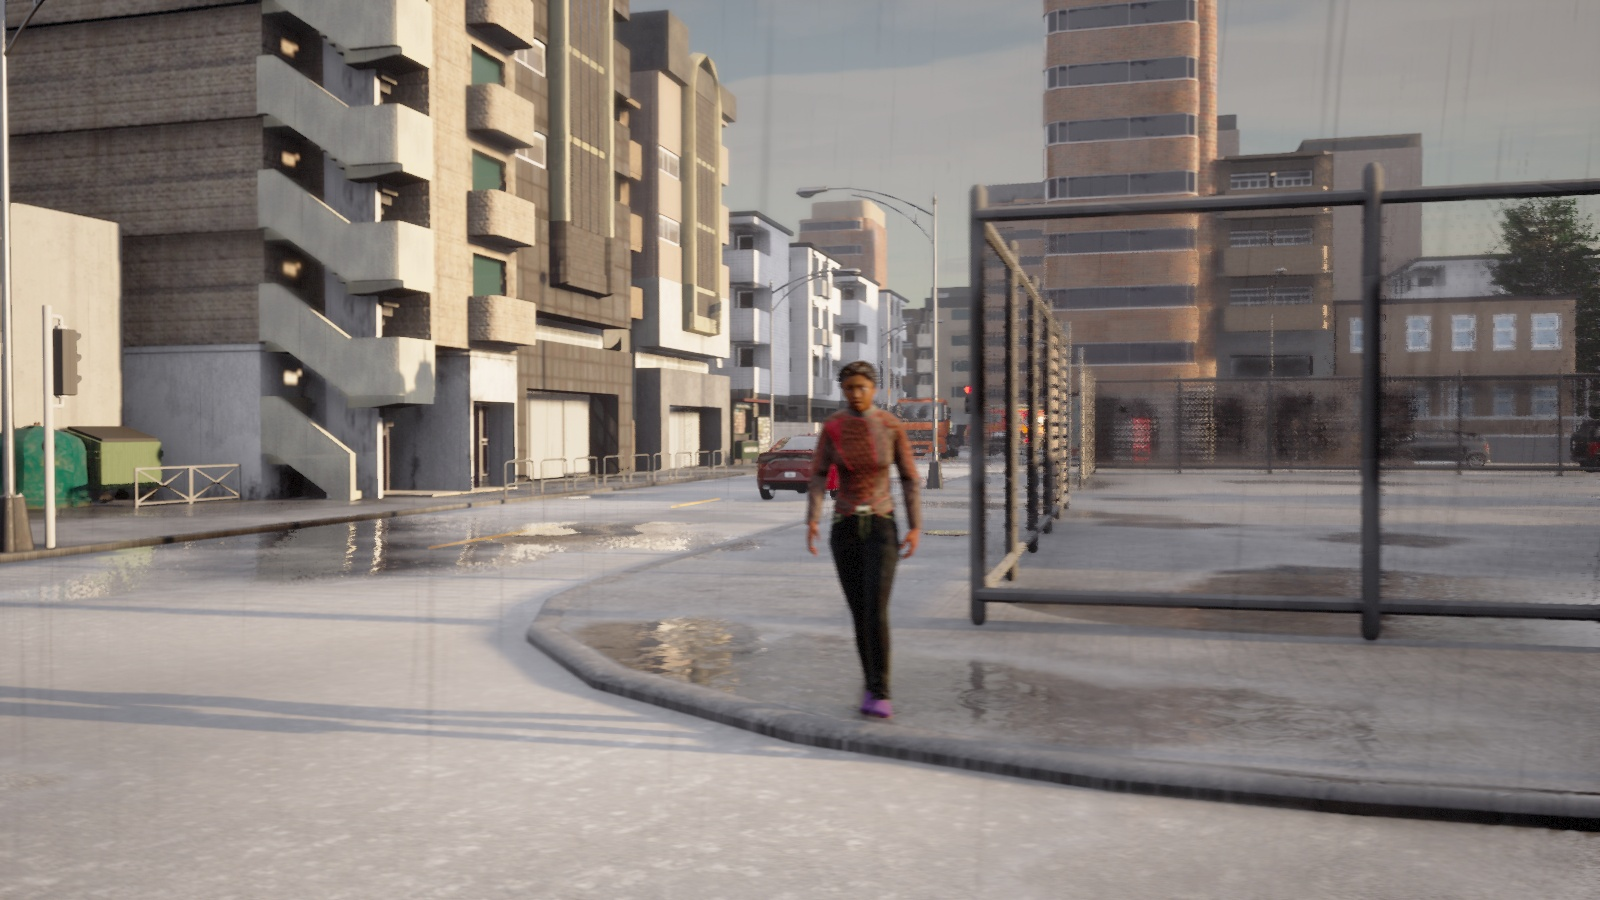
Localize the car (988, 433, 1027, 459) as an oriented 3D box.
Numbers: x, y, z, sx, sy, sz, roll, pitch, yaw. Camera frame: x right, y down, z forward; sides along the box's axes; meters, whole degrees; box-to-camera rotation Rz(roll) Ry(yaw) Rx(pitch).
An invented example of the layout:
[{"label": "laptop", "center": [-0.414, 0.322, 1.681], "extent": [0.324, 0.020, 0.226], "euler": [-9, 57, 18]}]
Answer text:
[{"label": "car", "center": [12.501, -0.267, 75.530], "extent": [1.837, 1.490, 4.892], "euler": [0, 1, 15]}]

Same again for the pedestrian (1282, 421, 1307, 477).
[{"label": "pedestrian", "center": [16.526, -0.036, 41.971], "extent": [0.706, 1.836, 0.354], "euler": [0, 1, 7]}]

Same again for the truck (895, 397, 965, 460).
[{"label": "truck", "center": [7.606, -1.231, 72.703], "extent": [2.891, 3.462, 7.936], "euler": [0, 1, 14]}]

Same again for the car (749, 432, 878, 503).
[{"label": "car", "center": [0.432, 0.350, 29.990], "extent": [1.882, 1.535, 5.008], "euler": [0, 1, 15]}]

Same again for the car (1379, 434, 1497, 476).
[{"label": "car", "center": [24.400, 0.171, 48.156], "extent": [3.705, 1.549, 1.789], "euler": [1, 1, 14]}]

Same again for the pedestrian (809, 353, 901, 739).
[{"label": "pedestrian", "center": [0.289, 0.442, 6.318], "extent": [0.328, 1.805, 0.869], "euler": [0, 1, 11]}]

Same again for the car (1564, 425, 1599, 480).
[{"label": "car", "center": [28.601, 0.085, 42.901], "extent": [3.866, 1.878, 1.905], "euler": [0, 1, 16]}]
